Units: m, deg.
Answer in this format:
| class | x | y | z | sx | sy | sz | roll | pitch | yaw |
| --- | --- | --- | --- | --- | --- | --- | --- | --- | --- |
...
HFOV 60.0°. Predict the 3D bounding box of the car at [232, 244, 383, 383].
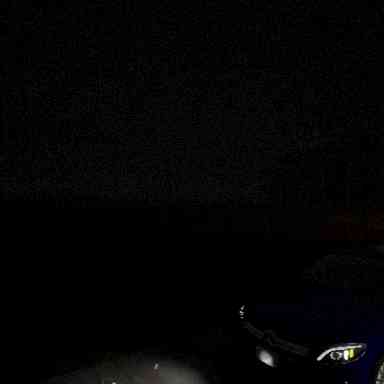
| class | x | y | z | sx | sy | sz | roll | pitch | yaw |
| --- | --- | --- | --- | --- | --- | --- | --- | --- | --- |
| car | 2.726 | 1.575 | 4.962 | 4.674 | 1.442 | 1.812 | 1 | -1 | -35 |
